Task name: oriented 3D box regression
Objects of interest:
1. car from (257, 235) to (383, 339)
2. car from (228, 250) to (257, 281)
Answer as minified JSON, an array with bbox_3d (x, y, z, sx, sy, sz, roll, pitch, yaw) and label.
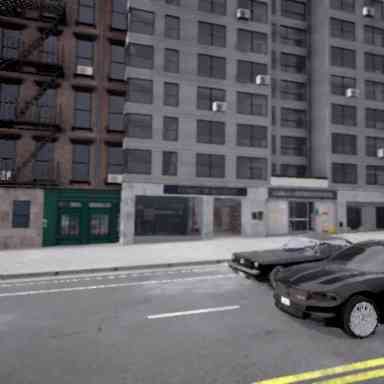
[{"bbox_3d":[4.121,1.732,6.911,5.008,1.535,1.882,0,-3,-17],"label":"car"},{"bbox_3d":[3.550,2.019,10.124,4.718,1.301,1.895,0,-3,-17],"label":"car"}]
